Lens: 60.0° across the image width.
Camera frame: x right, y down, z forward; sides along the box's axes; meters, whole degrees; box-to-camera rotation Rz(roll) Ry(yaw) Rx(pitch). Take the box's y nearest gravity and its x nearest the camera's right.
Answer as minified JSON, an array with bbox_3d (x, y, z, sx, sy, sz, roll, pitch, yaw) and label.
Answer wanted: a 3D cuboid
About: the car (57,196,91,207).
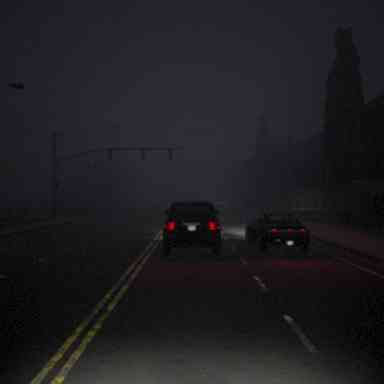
[{"bbox_3d":[-21.475,1.714,60.600,4.605,1.855,1.932,0,-1,0],"label":"car"}]

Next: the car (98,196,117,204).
[{"bbox_3d":[-21.445,1.925,83.117,3.866,1.878,1.905,0,-1,0],"label":"car"}]

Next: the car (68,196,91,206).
[{"bbox_3d":[-21.419,1.744,63.494,3.866,1.878,1.905,0,-1,0],"label":"car"}]

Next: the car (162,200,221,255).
[{"bbox_3d":[-0.001,1.347,14.025,2.150,2.045,5.566,0,0,0],"label":"car"}]

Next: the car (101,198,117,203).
[{"bbox_3d":[-21.433,2.191,86.009,3.806,1.475,1.970,0,-1,0],"label":"car"}]

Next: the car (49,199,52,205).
[{"bbox_3d":[-38.900,2.159,86.000,3.905,1.438,1.784,0,-1,0],"label":"car"}]

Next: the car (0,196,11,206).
[{"bbox_3d":[-38.885,2.008,66.207,3.806,1.475,1.970,0,-1,0],"label":"car"}]

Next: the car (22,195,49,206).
[{"bbox_3d":[-38.965,1.922,83.106,4.605,1.855,1.932,0,-1,0],"label":"car"}]

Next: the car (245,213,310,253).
[{"bbox_3d":[3.501,1.626,14.287,2.128,1.511,4.902,0,0,0],"label":"car"}]
